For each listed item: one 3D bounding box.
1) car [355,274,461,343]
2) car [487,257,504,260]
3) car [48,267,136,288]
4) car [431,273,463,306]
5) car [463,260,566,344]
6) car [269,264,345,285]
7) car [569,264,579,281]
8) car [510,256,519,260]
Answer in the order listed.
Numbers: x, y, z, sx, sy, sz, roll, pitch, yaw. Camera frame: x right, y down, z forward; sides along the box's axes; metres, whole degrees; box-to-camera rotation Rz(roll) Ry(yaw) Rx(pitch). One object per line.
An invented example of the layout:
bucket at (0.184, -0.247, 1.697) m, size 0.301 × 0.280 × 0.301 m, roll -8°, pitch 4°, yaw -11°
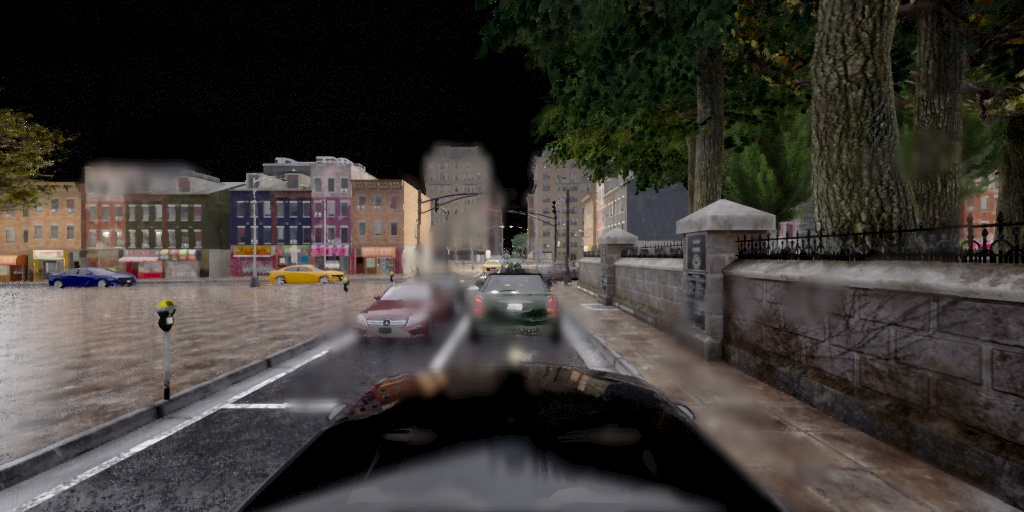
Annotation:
car at (-2.639, 1.332, 9.611) m, size 1.802 × 1.307 × 4.207 m, roll 0°, pitch 0°, yaw 0°
car at (-2.283, 1.221, 41.541) m, size 1.882 × 1.535 × 5.008 m, roll 0°, pitch 0°, yaw 1°
car at (-30.438, 1.587, 26.117) m, size 5.008 × 1.535 × 1.882 m, roll 0°, pitch 0°, yaw 0°
car at (-2.640, 1.316, 13.274) m, size 1.948 × 1.339 × 4.313 m, roll 0°, pitch 0°, yaw 0°
car at (0.072, 1.102, 9.727) m, size 2.097 × 1.767 × 4.553 m, roll 0°, pitch 0°, yaw 0°
car at (-14.871, 1.373, 26.173) m, size 5.008 × 1.535 × 1.882 m, roll -1°, pitch 0°, yaw 0°
car at (4.002, 1.257, 26.232) m, size 5.357 × 1.411 × 2.033 m, roll -1°, pitch 0°, yaw 0°
car at (0.384, 1.092, 56.316) m, size 2.097 × 1.767 × 4.553 m, roll 0°, pitch 0°, yaw 0°
